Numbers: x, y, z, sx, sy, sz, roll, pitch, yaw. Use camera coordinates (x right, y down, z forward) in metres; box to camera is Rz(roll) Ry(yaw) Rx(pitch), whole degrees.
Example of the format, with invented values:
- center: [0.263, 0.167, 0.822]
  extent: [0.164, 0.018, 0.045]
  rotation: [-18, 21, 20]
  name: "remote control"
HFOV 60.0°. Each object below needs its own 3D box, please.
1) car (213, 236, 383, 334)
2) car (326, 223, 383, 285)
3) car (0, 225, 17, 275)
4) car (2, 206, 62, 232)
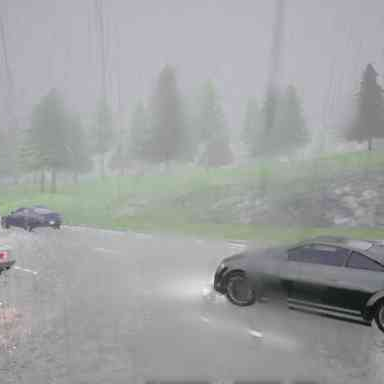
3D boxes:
- center: [2.512, 1.575, 6.544]
  extent: [4.181, 1.385, 1.994]
  rotation: [0, 0, 36]
  name: "car"
- center: [6.058, 1.616, 8.287]
  extent: [4.718, 1.301, 1.895]
  rotation: [0, 0, 36]
  name: "car"
- center: [-6.833, 1.608, 9.092]
  extent: [4.718, 1.301, 1.895]
  rotation: [0, 0, 37]
  name: "car"
- center: [-9.699, 1.544, 20.115]
  extent: [4.674, 1.442, 1.812]
  rotation: [0, 0, 38]
  name: "car"
